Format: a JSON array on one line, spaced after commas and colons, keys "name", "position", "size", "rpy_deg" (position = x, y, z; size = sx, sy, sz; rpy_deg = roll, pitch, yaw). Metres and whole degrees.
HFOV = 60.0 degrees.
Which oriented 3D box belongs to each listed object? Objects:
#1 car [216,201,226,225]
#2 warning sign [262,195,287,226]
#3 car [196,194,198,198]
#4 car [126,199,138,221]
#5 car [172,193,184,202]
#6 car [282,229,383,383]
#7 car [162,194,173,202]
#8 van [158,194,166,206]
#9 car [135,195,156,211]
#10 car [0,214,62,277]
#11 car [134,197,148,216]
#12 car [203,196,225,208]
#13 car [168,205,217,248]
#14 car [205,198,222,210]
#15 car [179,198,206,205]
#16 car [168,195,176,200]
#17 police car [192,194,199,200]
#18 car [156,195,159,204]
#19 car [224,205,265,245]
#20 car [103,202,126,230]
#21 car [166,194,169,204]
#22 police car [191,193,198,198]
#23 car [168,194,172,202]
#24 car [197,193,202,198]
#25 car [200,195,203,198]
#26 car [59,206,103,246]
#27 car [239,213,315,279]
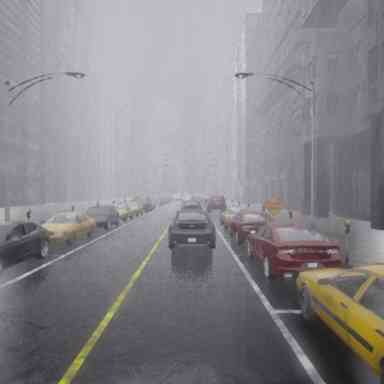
[{"name": "car", "position": [2.760, 1.527, 21.298], "size": [1.752, 1.417, 4.829], "rpy_deg": [0, 0, 0]}, {"name": "warning sign", "position": [5.071, 1.117, 20.554], "size": [1.300, 1.860, 1.060], "rpy_deg": [0, 0, 0]}, {"name": "car", "position": [2.760, 1.618, 83.173], "size": [1.947, 1.339, 4.313], "rpy_deg": [0, 0, 0]}, {"name": "car", "position": [-5.765, 1.528, 26.591], "size": [1.752, 1.417, 4.829], "rpy_deg": [0, 0, 0]}, {"name": "car", "position": [-3.000, 1.481, 75.956], "size": [1.882, 1.535, 5.008], "rpy_deg": [0, 0, 0]}, {"name": "car", "position": [2.760, 1.524, 4.377], "size": [1.752, 1.417, 4.829], "rpy_deg": [0, 0, 0]}, {"name": "car", "position": [-5.766, 1.361, 77.528], "size": [2.192, 1.841, 5.009], "rpy_deg": [0, 0, 0]}, {"name": "van", "position": [-5.766, 1.362, 54.965], "size": [1.690, 1.788, 3.998], "rpy_deg": [0, 0, 0]}, {"name": "car", "position": [-5.766, 1.323, 38.043], "size": [2.192, 1.841, 5.009], "rpy_deg": [0, 0, 0]}, {"name": "car", "position": [-5.765, 1.565, 9.839], "size": [1.947, 1.339, 4.313], "rpy_deg": [0, 0, 0]}, {"name": "car", "position": [-5.765, 1.530, 32.232], "size": [1.752, 1.417, 4.829], "rpy_deg": [0, 0, 0]}, {"name": "car", "position": [2.759, 1.323, 38.050], "size": [2.192, 1.841, 5.009], "rpy_deg": [0, 0, 0]}, {"name": "car", "position": [0.000, 1.517, 14.651], "size": [1.837, 1.490, 4.892], "rpy_deg": [0, 0, 0]}, {"name": "car", "position": [2.760, 1.562, 43.690], "size": [2.008, 1.369, 4.403], "rpy_deg": [0, 0, 0]}, {"name": "car", "position": [0.000, 1.522, 29.651], "size": [1.837, 1.490, 4.892], "rpy_deg": [0, 0, 0]}, {"name": "car", "position": [-5.765, 1.632, 94.450], "size": [1.947, 1.339, 4.313], "rpy_deg": [0, 0, 0]}, {"name": "police car", "position": [0.900, 1.494, 95.668], "size": [1.930, 1.638, 5.238], "rpy_deg": [0, 0, 0]}, {"name": "car", "position": [-5.765, 1.537, 43.513], "size": [1.752, 1.417, 4.829], "rpy_deg": [0, 0, 0]}, {"name": "car", "position": [2.760, 1.545, 15.488], "size": [1.887, 1.381, 4.507], "rpy_deg": [0, 0, 0]}, {"name": "car", "position": [-5.765, 1.567, 21.120], "size": [1.947, 1.339, 4.313], "rpy_deg": [0, 0, 0]}, {"name": "car", "position": [-5.765, 1.577, 60.605], "size": [2.008, 1.369, 4.403], "rpy_deg": [0, 0, 0]}, {"name": "police car", "position": [0.842, 1.482, 85.659], "size": [1.930, 1.638, 5.238], "rpy_deg": [0, 0, -1]}, {"name": "car", "position": [-5.766, 1.347, 66.246], "size": [2.192, 1.841, 5.009], "rpy_deg": [0, 0, 0]}, {"name": "car", "position": [2.759, 1.479, 71.892], "size": [1.967, 1.590, 4.097], "rpy_deg": [0, 0, 0]}, {"name": "car", "position": [2.760, 1.571, 54.971], "size": [2.008, 1.369, 4.403], "rpy_deg": [0, 0, 0]}, {"name": "car", "position": [-5.765, 1.525, 15.309], "size": [1.752, 1.417, 4.829], "rpy_deg": [0, 0, 0]}, {"name": "car", "position": [2.760, 1.544, 9.847], "size": [1.887, 1.381, 4.507], "rpy_deg": [0, 0, 0]}]
